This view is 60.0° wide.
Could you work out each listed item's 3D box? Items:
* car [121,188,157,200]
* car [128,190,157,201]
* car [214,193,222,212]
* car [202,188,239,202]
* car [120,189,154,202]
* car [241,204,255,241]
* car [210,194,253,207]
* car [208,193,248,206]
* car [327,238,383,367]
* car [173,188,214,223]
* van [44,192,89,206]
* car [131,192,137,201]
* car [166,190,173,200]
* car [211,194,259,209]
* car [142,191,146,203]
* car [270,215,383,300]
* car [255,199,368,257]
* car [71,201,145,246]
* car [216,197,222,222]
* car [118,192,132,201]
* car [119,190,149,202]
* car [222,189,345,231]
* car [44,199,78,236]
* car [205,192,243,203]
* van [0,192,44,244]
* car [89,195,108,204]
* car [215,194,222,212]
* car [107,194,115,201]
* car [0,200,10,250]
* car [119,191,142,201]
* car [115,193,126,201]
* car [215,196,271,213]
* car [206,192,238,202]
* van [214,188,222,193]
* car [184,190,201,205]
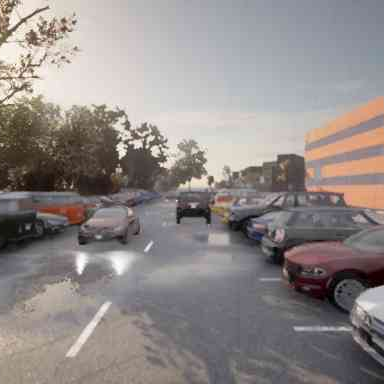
[{"bbox_3d":[-8.153,0.472,48.984,5.566,2.045,2.435,0,1,0],"label":"car"},{"bbox_3d":[-8.121,0.492,54.765,4.553,1.767,2.185,0,0,0],"label":"car"},{"bbox_3d":[4.217,1.076,26.601,5.366,1.575,1.946,0,1,0],"label":"car"},{"bbox_3d":[4.419,0.421,52.026,5.566,2.045,2.435,0,1,0],"label":"car"},{"bbox_3d":[-8.186,0.770,46.288,4.892,1.521,2.231,0,1,0],"label":"car"},{"bbox_3d":[4.406,1.339,12.475,4.674,1.452,2.002,0,1,0],"label":"car"},{"bbox_3d":[4.395,0.943,37.903,4.674,1.452,2.002,0,1,0],"label":"car"},{"bbox_3d":[4.399,0.898,40.729,4.674,1.452,2.002,0,1,0],"label":"car"},{"bbox_3d":[4.415,1.471,3.999,4.674,1.452,2.002,0,1,0],"label":"car"},{"bbox_3d":[0.090,0.890,22.250,2.150,2.045,5.566,0,1,0],"label":"car"},{"bbox_3d":[-8.278,0.985,18.054,4.442,1.987,1.878,0,1,0],"label":"van"},{"bbox_3d":[-8.198,1.021,32.172,4.792,1.488,2.163,0,1,0],"label":"car"},{"bbox_3d":[-3.330,0.456,57.072,2.097,1.767,4.553,0,1,0],"label":"car"},{"bbox_3d":[4.428,0.976,35.078,4.792,1.488,2.163,0,1,0],"label":"car"},{"bbox_3d":[-8.166,0.903,37.818,5.008,1.535,2.097,0,1,0],"label":"car"},{"bbox_3d":[4.417,1.386,6.823,5.008,1.535,2.097,0,1,0],"label":"car"},{"bbox_3d":[4.379,1.217,9.647,4.553,1.767,2.185,0,1,0],"label":"car"},{"bbox_3d":[-3.357,1.316,14.276,1.812,1.442,4.674,0,1,0],"label":"car"},{"bbox_3d":[4.221,1.208,18.125,5.366,1.575,1.946,0,1,0],"label":"car"},{"bbox_3d":[-8.171,1.037,29.224,5.008,1.535,2.097,0,1,0],"label":"car"},{"bbox_3d":[-8.169,0.860,40.642,4.892,1.521,2.231,0,1,0],"label":"car"},{"bbox_3d":[4.379,1.003,15.295,5.566,2.045,2.435,0,1,0],"label":"car"},{"bbox_3d":[-8.168,1.256,15.232,4.892,1.521,2.231,0,1,0],"label":"car"},{"bbox_3d":[4.399,0.768,46.378,5.008,1.535,2.097,0,1,0],"label":"car"},{"bbox_3d":[-8.279,1.073,12.404,4.442,1.987,1.878,0,1,0],"label":"van"},{"bbox_3d":[-8.168,1.169,20.754,5.008,1.535,2.097,0,1,0],"label":"car"},{"bbox_3d":[4.589,1.120,23.776,5.366,1.575,1.946,0,1,0],"label":"car"},{"bbox_3d":[-8.195,1.000,23.575,4.553,1.767,2.185,0,1,0],"label":"car"},{"bbox_3d":[-8.129,1.219,9.459,4.553,1.767,2.185,0,1,0],"label":"car"},{"bbox_3d":[-8.165,0.947,34.995,5.008,1.535,2.097,0,1,0],"label":"car"},{"bbox_3d":[-8.161,1.081,26.400,5.008,1.535,2.097,0,1,0],"label":"car"},{"bbox_3d":[4.404,1.075,29.427,4.674,1.452,2.002,0,1,0],"label":"car"},{"bbox_3d":[4.395,0.760,49.206,4.674,1.452,2.002,0,1,0],"label":"car"},{"bbox_3d":[4.283,0.765,32.248,4.442,1.987,1.878,0,1,0],"label":"van"},{"bbox_3d":[0.081,0.692,43.135,2.097,1.767,4.553,0,1,0],"label":"car"}]
